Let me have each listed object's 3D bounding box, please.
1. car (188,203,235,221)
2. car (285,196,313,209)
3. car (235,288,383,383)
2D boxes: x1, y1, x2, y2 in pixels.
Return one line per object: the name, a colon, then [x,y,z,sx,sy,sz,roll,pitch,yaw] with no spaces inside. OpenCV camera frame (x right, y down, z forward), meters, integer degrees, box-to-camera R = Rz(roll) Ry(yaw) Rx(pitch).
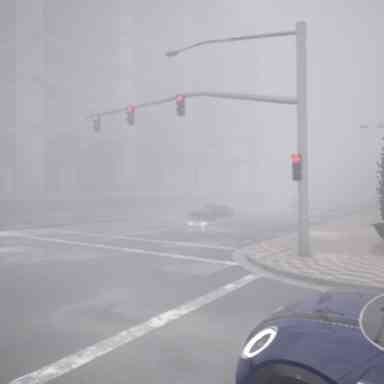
car: [1.861,1.723,29.534,2.033,1.411,5.357,-1,0,36]
car: [15.755,1.666,48.503,1.837,1.490,4.892,-1,-1,37]
car: [2.554,1.340,2.430,4.553,1.767,2.097,-1,-1,40]
